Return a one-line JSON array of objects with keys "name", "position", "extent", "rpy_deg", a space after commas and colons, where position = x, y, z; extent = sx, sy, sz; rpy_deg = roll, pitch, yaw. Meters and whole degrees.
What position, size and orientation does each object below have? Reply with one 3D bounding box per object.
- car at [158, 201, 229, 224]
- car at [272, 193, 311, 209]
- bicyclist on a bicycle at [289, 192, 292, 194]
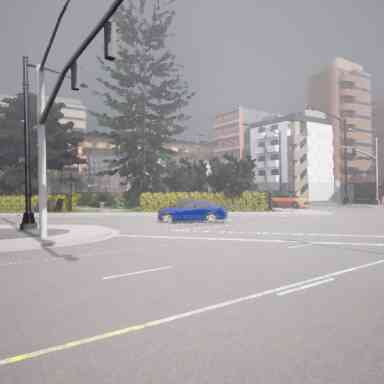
[{"name": "car", "position": [0.072, 1.396, 23.510], "extent": [5.008, 1.535, 1.882], "rpy_deg": [-1, 0, 9]}, {"name": "car", "position": [11.237, 0.959, 37.968], "extent": [2.097, 1.767, 4.553], "rpy_deg": [-1, 1, -35]}, {"name": "bicyclist on a bicycle", "position": [14.017, 0.780, 47.087], "extent": [1.656, 1.620, 0.582], "rpy_deg": [-1, 1, -35]}]
